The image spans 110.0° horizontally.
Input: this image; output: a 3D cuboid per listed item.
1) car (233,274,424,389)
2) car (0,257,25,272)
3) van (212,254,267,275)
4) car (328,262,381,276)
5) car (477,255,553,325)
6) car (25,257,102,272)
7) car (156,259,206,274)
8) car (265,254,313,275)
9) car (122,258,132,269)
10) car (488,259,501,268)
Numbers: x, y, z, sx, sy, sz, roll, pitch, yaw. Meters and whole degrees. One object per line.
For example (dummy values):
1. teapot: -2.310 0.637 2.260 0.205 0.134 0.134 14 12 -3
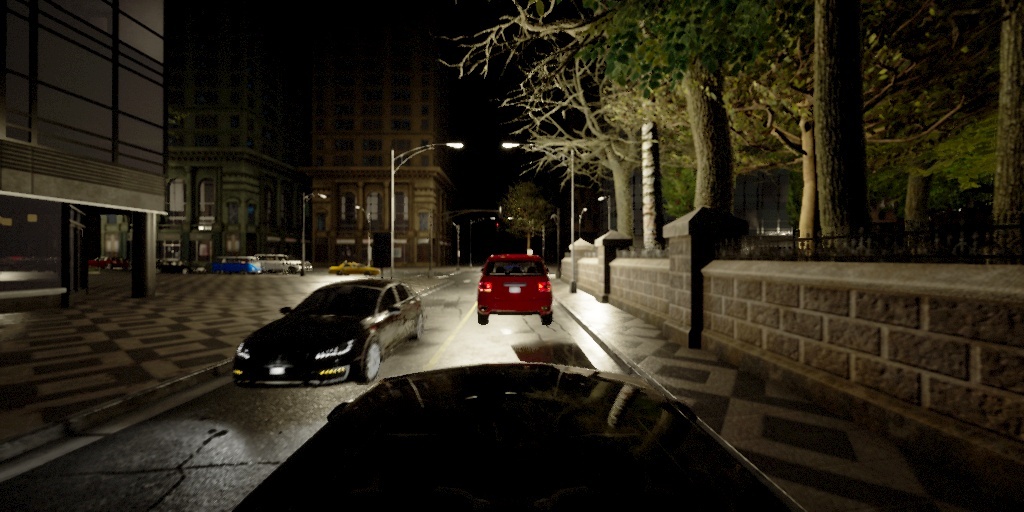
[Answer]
1. car: -3.098 1.273 7.165 1.837 1.490 4.892 0 0 0
2. car: -48.826 0.853 34.509 4.403 1.370 2.007 0 0 0
3. van: -26.351 0.951 34.376 3.998 1.789 1.690 0 0 0
4. car: -14.940 1.256 34.308 4.829 1.417 1.751 0 0 0
5. car: 0.099 1.003 12.002 2.150 2.045 5.566 0 -1 0
6. car: -43.039 0.910 34.474 4.829 1.417 1.751 0 0 0
7. car: -31.969 1.090 34.409 4.403 1.370 2.007 0 0 0
8. car: -23.729 0.870 37.025 5.566 2.045 2.150 1 0 0
9. car: -43.166 0.963 43.001 4.403 1.370 2.007 0 0 0
10. car: -3.038 1.370 64.642 2.033 1.411 5.357 0 0 1
